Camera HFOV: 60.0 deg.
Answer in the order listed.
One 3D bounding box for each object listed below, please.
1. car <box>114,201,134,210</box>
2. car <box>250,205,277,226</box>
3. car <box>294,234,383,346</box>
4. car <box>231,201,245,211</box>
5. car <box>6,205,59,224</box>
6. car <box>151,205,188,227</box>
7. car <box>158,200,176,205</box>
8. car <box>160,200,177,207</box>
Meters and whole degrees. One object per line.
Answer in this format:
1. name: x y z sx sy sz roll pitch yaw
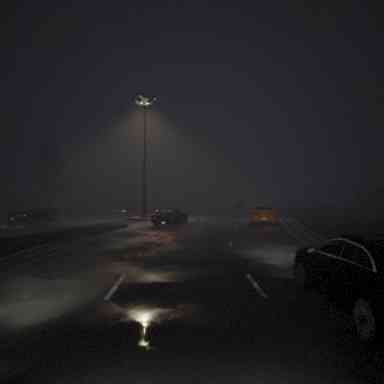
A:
1. car: -11.166 2.224 54.850 1.994 1.385 4.181 0 -1 12
2. car: 5.626 1.772 26.187 1.882 1.535 5.008 0 -1 11
3. car: 3.494 1.561 6.455 2.128 1.511 4.902 0 -1 -1
4. car: 6.840 2.112 49.672 2.033 1.411 5.357 0 -1 12
5. car: -13.254 1.843 27.897 2.128 1.511 4.902 0 -1 13
6. car: -1.603 1.904 25.712 1.895 1.301 4.718 0 -1 11
7. car: -4.135 2.117 54.312 1.882 1.535 5.008 0 -1 12
8. car: -4.758 2.342 68.199 2.033 1.411 5.357 0 -1 12
